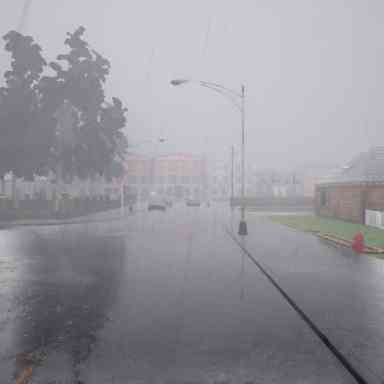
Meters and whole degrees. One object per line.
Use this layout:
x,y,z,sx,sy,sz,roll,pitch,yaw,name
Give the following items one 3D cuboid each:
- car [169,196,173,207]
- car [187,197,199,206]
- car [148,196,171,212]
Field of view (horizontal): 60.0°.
-3.986,1.352,49.891,2.097,1.767,4.553,0,0,1,car
0.184,1.564,53.629,1.994,1.385,4.181,0,0,0,car
-4.035,1.547,39.743,2.033,1.411,5.357,0,0,0,car
